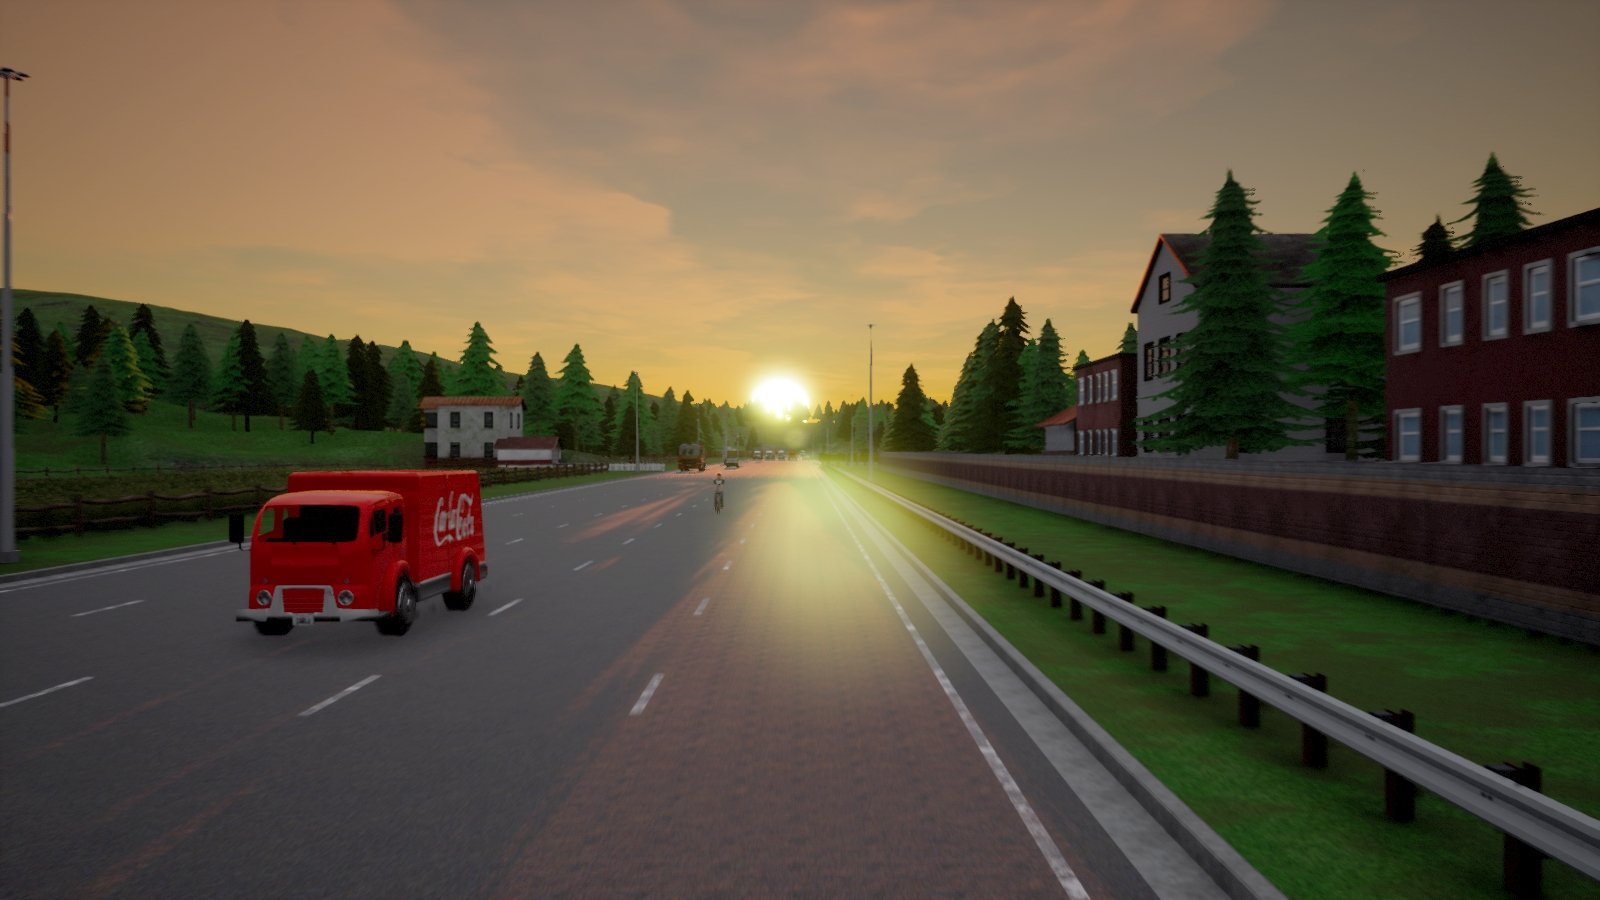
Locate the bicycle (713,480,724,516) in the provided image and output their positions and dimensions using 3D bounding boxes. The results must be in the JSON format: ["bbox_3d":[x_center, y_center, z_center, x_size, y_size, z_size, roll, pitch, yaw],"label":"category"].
[{"bbox_3d":[-3.508,2.055,49.362,0.373,1.496,1.643,0,0,0],"label":"bicycle"}]

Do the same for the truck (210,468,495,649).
[{"bbox_3d":[-7.000,1.568,18.687,2.627,2.467,5.204,0,0,0],"label":"truck"}]
